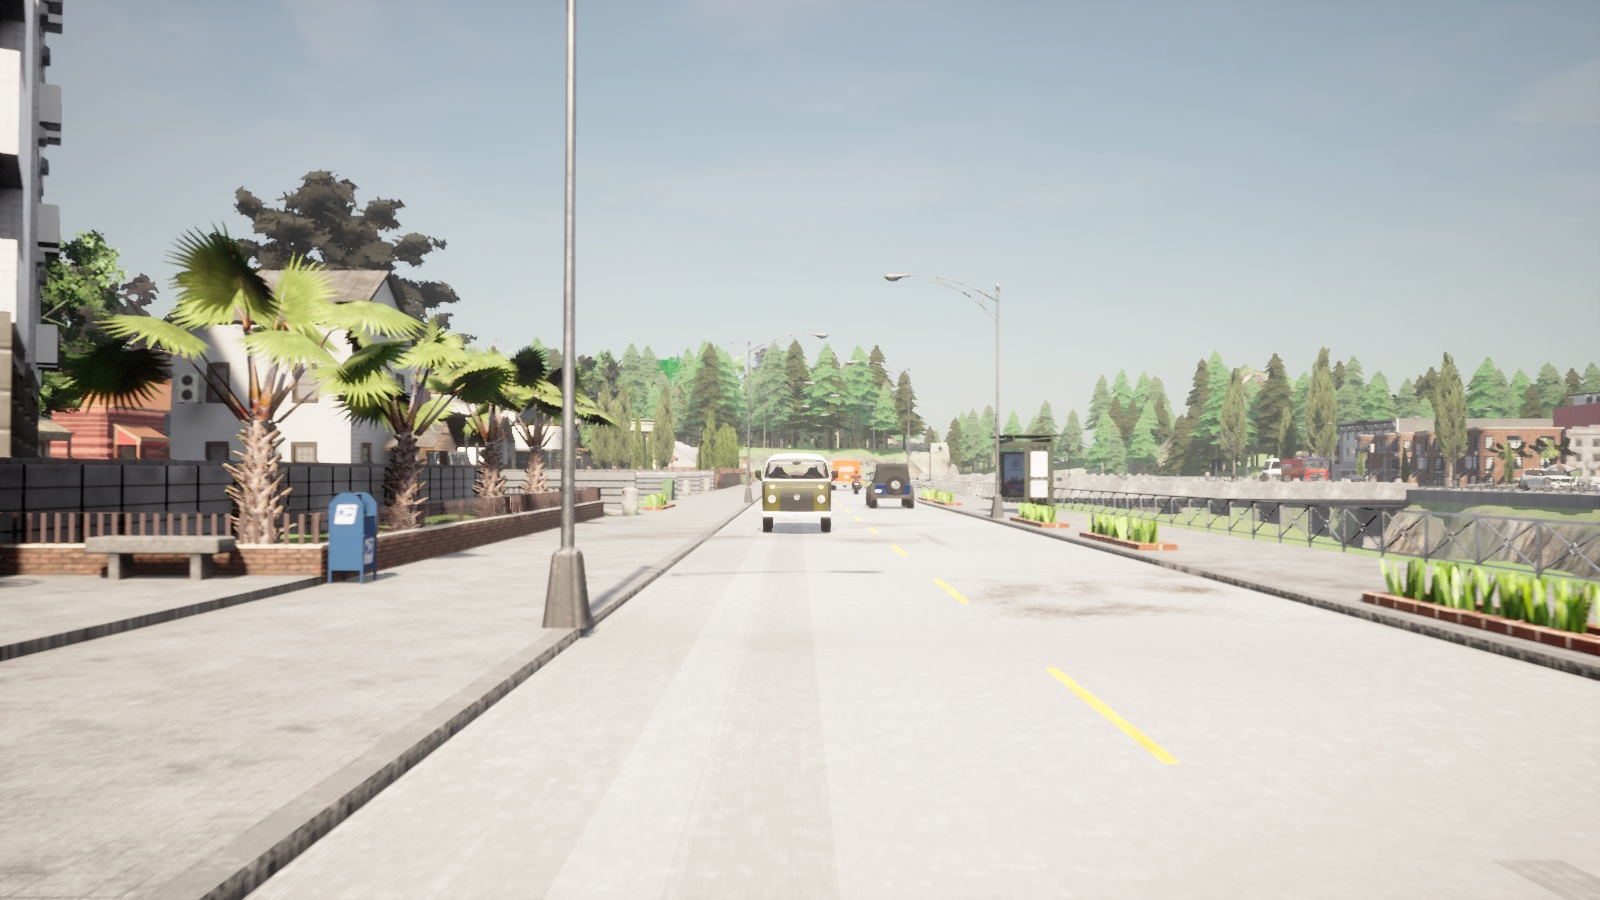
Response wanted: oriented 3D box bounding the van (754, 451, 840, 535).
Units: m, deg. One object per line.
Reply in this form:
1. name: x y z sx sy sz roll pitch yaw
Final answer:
1. van: -0.078 1.087 32.792 2.069 2.038 4.480 0 -1 0

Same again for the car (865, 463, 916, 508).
1. car: 3.872 1.502 54.193 1.905 1.878 3.866 0 -1 0
